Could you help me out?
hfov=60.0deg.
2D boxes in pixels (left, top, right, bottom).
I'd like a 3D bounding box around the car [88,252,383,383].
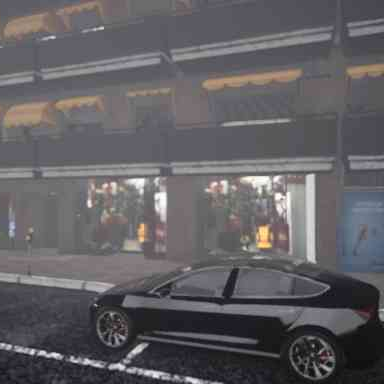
[{"bbox_3d":[0.507,1.636,5.144,4.313,1.339,1.947,0,-1,18],"label":"car"}]
